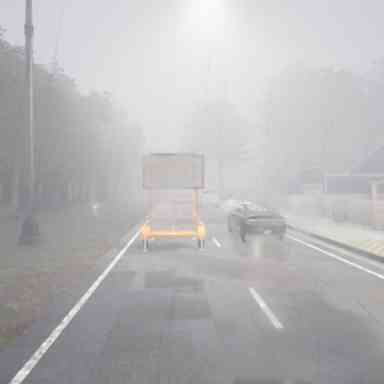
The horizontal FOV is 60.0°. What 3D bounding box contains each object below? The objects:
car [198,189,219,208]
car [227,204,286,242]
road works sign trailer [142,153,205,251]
[{"bbox_3d":[1.701,0.687,37.281,2.150,2.045,5.566,0,0,-3],"label":"car"},{"bbox_3d":[2.779,1.274,15.168,2.128,1.511,4.902,0,1,-3],"label":"car"},{"bbox_3d":[-0.722,0.277,13.121,2.380,3.560,2.880,0,1,-3],"label":"road works sign trailer"}]
